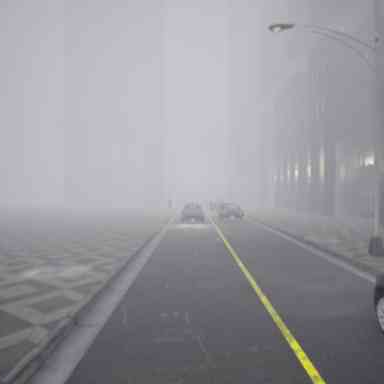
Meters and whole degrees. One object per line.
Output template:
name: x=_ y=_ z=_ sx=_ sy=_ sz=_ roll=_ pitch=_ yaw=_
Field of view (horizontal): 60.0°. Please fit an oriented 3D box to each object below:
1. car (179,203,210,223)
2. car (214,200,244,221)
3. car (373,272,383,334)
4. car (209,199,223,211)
car: x=0.067 y=1.576 z=25.966 sx=2.033 sy=1.411 sz=5.357 roll=0 pitch=0 yaw=0
car: x=3.107 y=1.640 z=27.745 sx=1.895 sy=1.301 sz=4.718 roll=0 pitch=0 yaw=1
car: x=3.905 y=1.489 z=3.491 sx=1.882 sy=1.535 sz=5.008 roll=0 pitch=0 yaw=0
car: x=3.134 y=1.561 z=41.452 sx=2.128 sy=1.511 sz=4.902 roll=0 pitch=0 yaw=1
